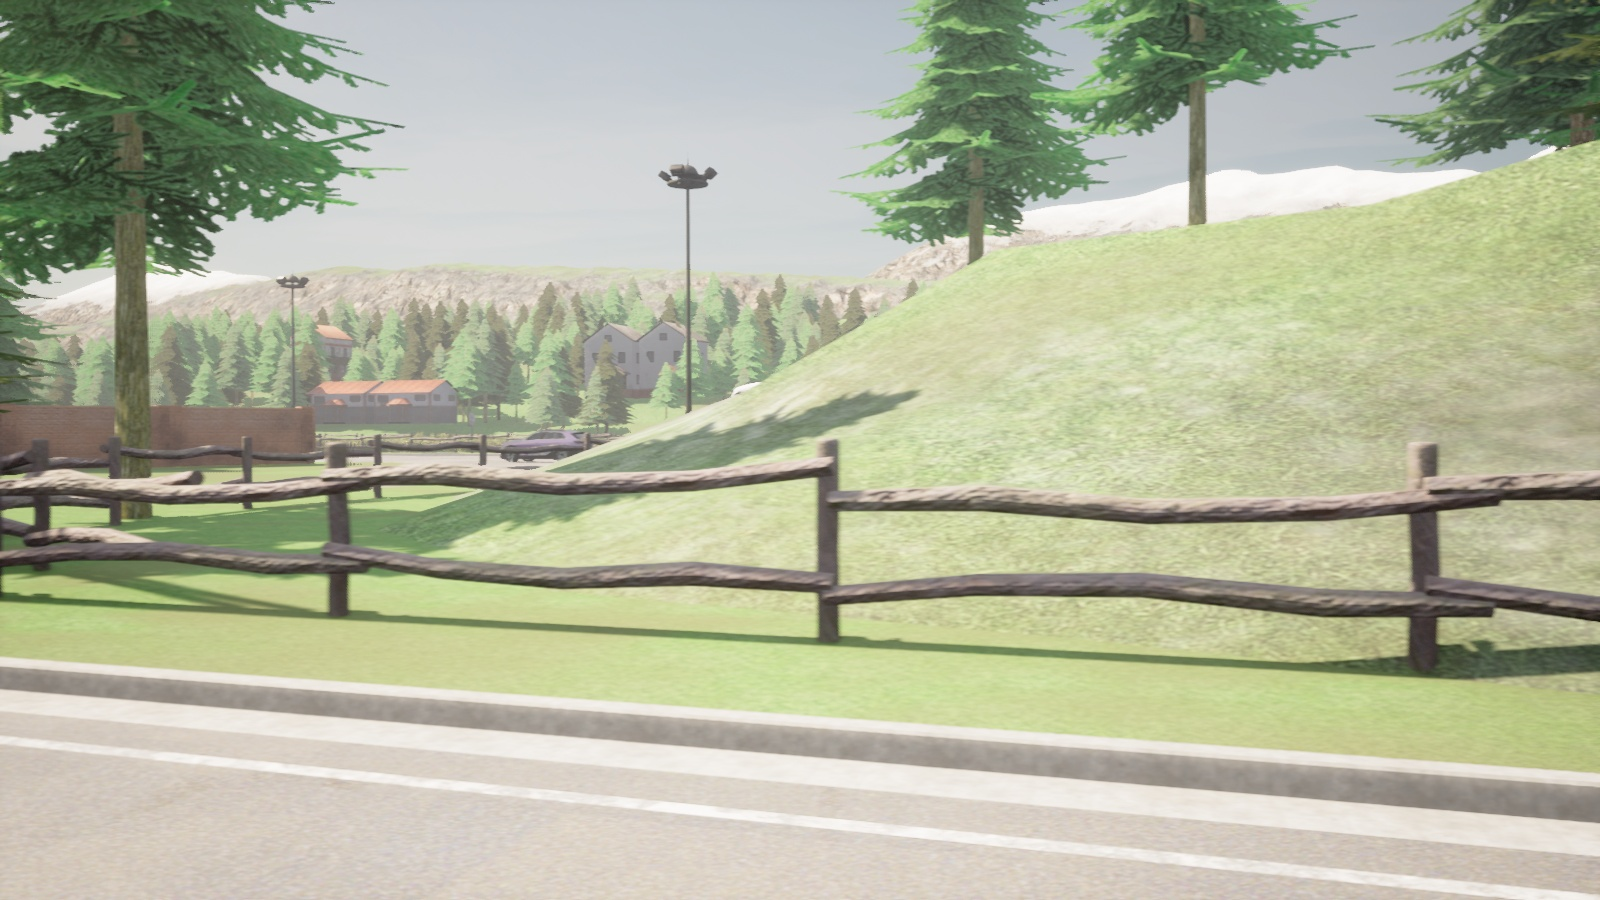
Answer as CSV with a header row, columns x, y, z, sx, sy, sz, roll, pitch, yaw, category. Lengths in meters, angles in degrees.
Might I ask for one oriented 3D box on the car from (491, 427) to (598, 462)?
x,y,z,sx,sy,sz,roll,pitch,yaw,category
-12.730,-0.292,62.492,4.856,1.649,2.033,1,1,19,car
